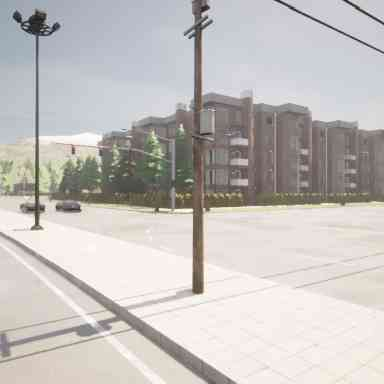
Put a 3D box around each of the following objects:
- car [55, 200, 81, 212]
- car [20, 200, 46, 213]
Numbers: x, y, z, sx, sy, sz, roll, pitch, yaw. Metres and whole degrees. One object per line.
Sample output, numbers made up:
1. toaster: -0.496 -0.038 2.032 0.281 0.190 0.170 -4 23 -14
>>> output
1. car: -14.348 1.564 38.392 1.994 1.385 4.181 0 0 -37
2. car: -17.993 1.601 37.418 1.895 1.301 4.718 0 0 -37
